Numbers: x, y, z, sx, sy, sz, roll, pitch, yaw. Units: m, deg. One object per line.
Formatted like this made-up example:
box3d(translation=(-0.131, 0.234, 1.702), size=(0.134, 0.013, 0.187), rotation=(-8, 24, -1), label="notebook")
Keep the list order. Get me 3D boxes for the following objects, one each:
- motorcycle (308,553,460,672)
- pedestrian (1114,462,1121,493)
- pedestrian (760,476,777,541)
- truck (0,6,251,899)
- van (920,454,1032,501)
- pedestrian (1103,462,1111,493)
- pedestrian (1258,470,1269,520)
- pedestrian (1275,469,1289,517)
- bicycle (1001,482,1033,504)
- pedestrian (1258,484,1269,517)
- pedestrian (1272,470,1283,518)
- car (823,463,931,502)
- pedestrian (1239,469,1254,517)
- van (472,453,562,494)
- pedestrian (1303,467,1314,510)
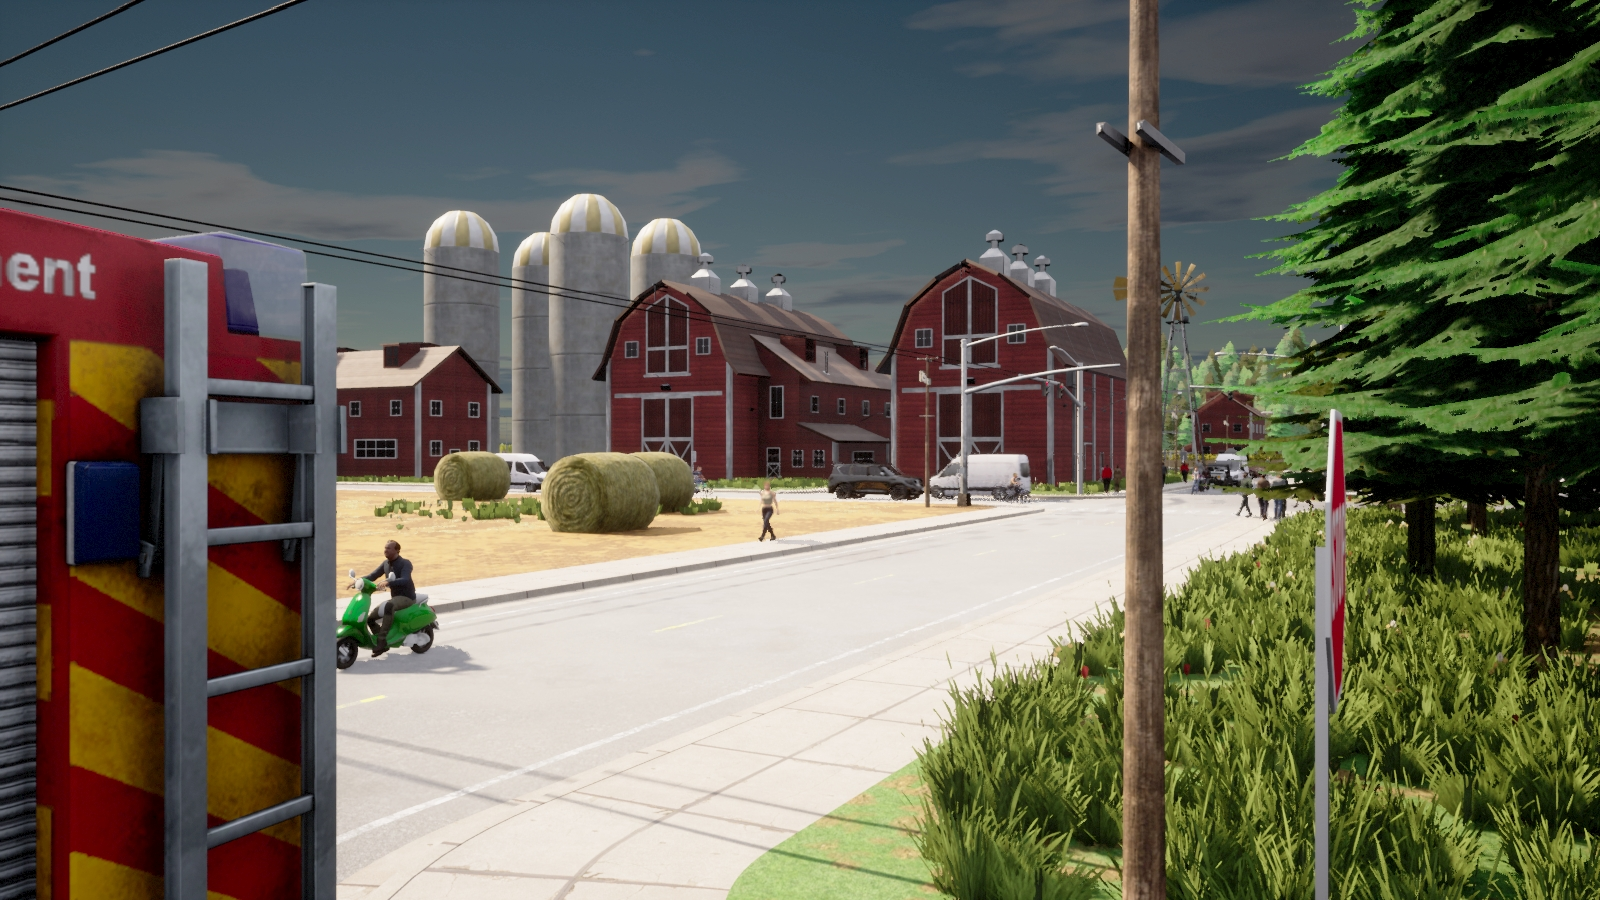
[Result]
box3d(translation=(-5.561, 2.142, 15.387), size=(0.856, 1.316, 1.805), rotation=(0, 0, 28), label="motorcycle")
box3d(translation=(19.410, 1.696, 69.928), size=(0.375, 1.860, 0.375), rotation=(0, 0, 22), label="pedestrian")
box3d(translation=(-0.913, 1.694, 33.027), size=(0.375, 1.860, 0.375), rotation=(0, 0, 25), label="pedestrian")
box3d(translation=(-6.098, 0.866, 3.618), size=(8.468, 3.827, 2.891), rotation=(0, 0, 22), label="truck")
box3d(translation=(9.929, 1.507, 64.550), size=(5.915, 2.561, 1.988), rotation=(0, 0, 29), label="van")
box3d(translation=(18.866, 1.696, 70.219), size=(0.375, 1.860, 0.375), rotation=(0, 0, 26), label="pedestrian")
box3d(translation=(17.529, 1.695, 43.224), size=(0.375, 1.860, 0.375), rotation=(0, 0, 21), label="pedestrian")
box3d(translation=(18.860, 1.694, 44.725), size=(0.375, 1.860, 0.375), rotation=(0, 0, -1), label="pedestrian")
box3d(translation=(11.348, 2.229, 59.780), size=(1.487, 1.080, 0.859), rotation=(0, 0, 29), label="bicycle")
box3d(translation=(18.194, 1.976, 44.825), size=(0.375, 1.300, 0.375), rotation=(0, 0, 27), label="pedestrian")
box3d(translation=(18.420, 1.694, 44.065), size=(0.375, 1.860, 0.375), rotation=(0, 0, 21), label="pedestrian")
box3d(translation=(4.257, 1.749, 63.433), size=(5.566, 2.045, 2.150), rotation=(0, 0, 27), label="car")
box3d(translation=(17.550, 1.696, 44.923), size=(0.375, 1.860, 0.375), rotation=(0, 0, -16), label="pedestrian")
box3d(translation=(-18.648, 1.495, 75.230), size=(5.915, 2.561, 1.988), rotation=(0, 1, 27), label="van")
box3d(translation=(22.220, 1.682, 49.920), size=(0.375, 1.860, 0.375), rotation=(0, 0, 32), label="pedestrian")
